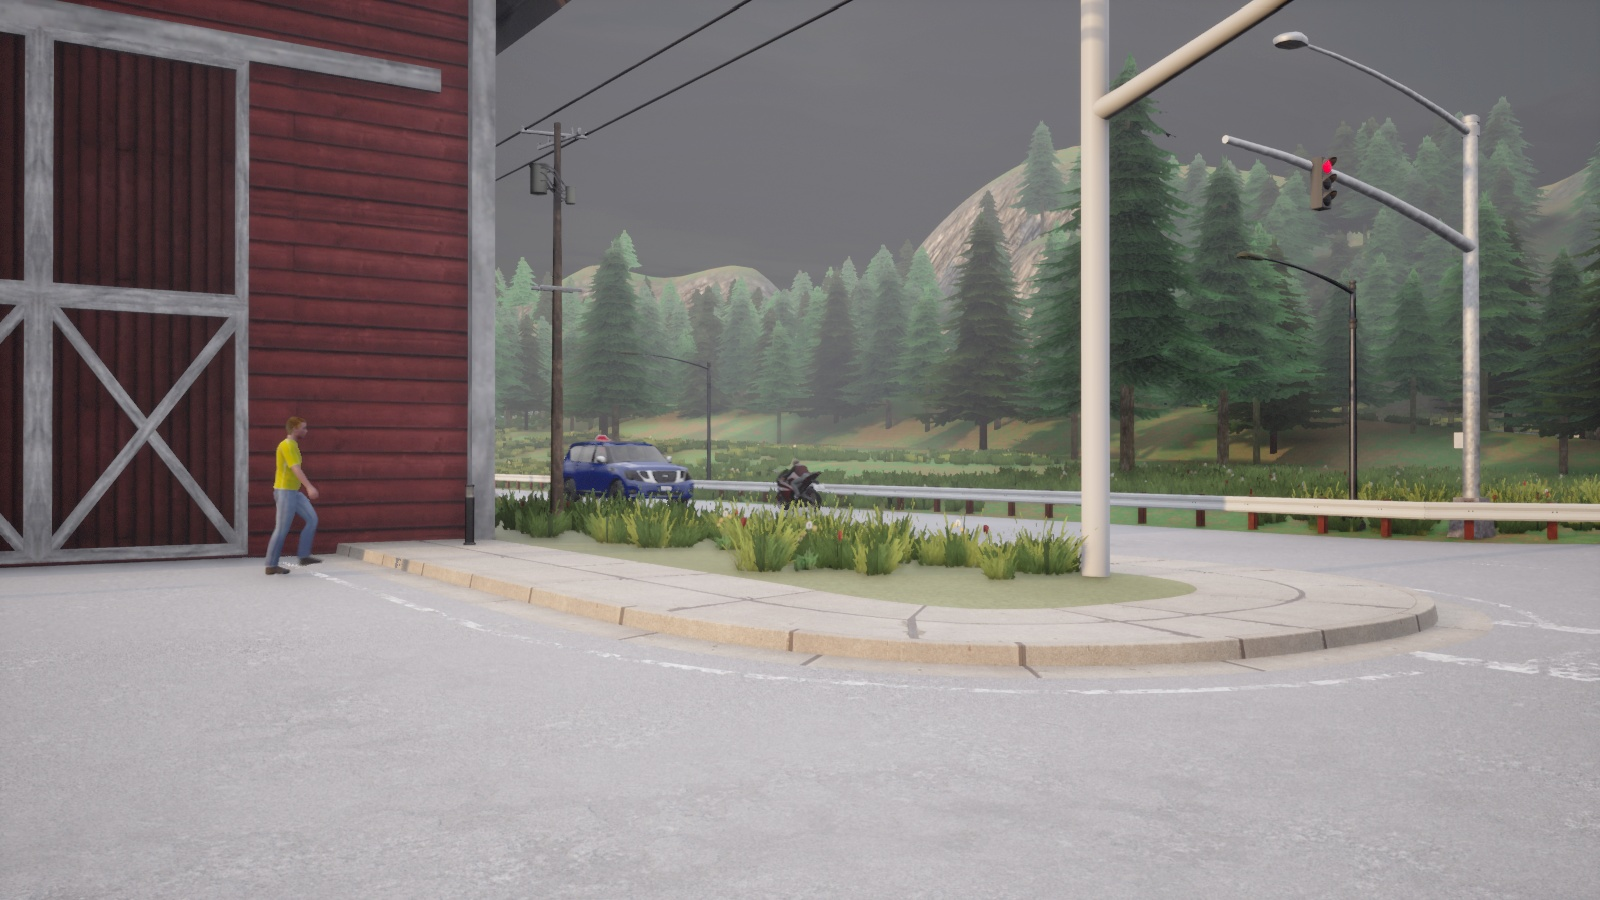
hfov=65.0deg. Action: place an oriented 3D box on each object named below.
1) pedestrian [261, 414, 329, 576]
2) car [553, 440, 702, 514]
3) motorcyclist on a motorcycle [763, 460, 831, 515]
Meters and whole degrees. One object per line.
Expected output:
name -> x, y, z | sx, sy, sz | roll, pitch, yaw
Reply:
pedestrian -> -5.820, 0.512, 14.480 | 0.706, 1.836, 0.354 | 0, 0, -19
car -> -5.215, 0.762, 37.271 | 2.150, 2.045, 5.566 | 0, 0, -34
motorcyclist on a motorcycle -> -0.102, 1.049, 35.925 | 0.866, 1.530, 2.191 | 0, 0, -34
